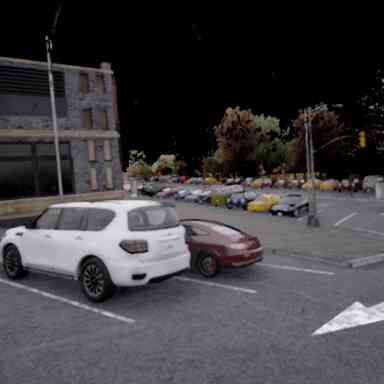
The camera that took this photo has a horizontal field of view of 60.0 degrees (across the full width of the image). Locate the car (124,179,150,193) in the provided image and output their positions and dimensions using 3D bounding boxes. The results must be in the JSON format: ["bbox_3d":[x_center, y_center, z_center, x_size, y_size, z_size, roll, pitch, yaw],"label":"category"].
[{"bbox_3d":[-11.240,-0.889,64.768,2.185,1.767,4.553,1,7,44],"label":"car"}]

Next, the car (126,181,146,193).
[{"bbox_3d":[-8.630,-0.493,59.326,2.097,1.535,5.008,1,7,44],"label":"car"}]

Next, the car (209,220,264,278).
[{"bbox_3d":[-0.142,1.548,10.178,4.674,1.452,2.002,-1,-1,35],"label":"car"}]

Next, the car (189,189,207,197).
[{"bbox_3d":[2.469,0.524,37.886,2.231,1.521,4.892,0,6,41],"label":"car"}]

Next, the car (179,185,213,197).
[{"bbox_3d":[1.039,0.440,40.543,2.002,1.452,4.674,1,7,41],"label":"car"}]

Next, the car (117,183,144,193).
[{"bbox_3d":[-12.529,-0.898,67.502,2.231,1.521,4.892,1,7,45],"label":"car"}]

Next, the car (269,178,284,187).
[{"bbox_3d":[14.889,-1.316,53.256,2.002,1.452,4.674,1,5,42],"label":"car"}]

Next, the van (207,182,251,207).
[{"bbox_3d":[3.992,0.405,35.318,1.878,1.987,4.442,0,6,41],"label":"van"}]

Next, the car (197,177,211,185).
[{"bbox_3d":[4.267,-2.393,74.409,2.097,1.535,5.008,1,6,45],"label":"car"}]

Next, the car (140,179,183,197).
[{"bbox_3d":[-4.592,-0.353,51.229,2.435,2.045,5.566,0,6,43],"label":"car"}]

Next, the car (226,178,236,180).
[{"bbox_3d":[9.452,-1.863,63.766,2.097,1.535,5.008,1,5,44],"label":"car"}]

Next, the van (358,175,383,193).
[{"bbox_3d":[21.944,-0.973,40.191,1.878,1.987,4.442,1,5,41],"label":"van"}]

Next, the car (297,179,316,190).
[{"bbox_3d":[17.582,-1.100,47.905,1.946,1.575,5.366,1,6,42],"label":"car"}]

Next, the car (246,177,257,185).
[{"bbox_3d":[12.267,-1.625,58.633,1.946,1.575,5.366,1,5,43],"label":"car"}]

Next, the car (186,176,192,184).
[{"bbox_3d":[1.759,-2.665,79.779,4.892,1.521,2.231,-7,6,-44],"label":"car"}]

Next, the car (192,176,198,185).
[{"bbox_3d":[2.986,-2.652,77.063,4.553,1.767,2.185,-7,6,-45],"label":"car"}]

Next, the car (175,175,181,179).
[{"bbox_3d":[-0.703,-3.197,85.180,5.566,2.045,2.435,-7,5,-44],"label":"car"}]

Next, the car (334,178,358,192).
[{"bbox_3d":[20.541,-0.996,42.838,2.185,1.767,4.553,1,5,41],"label":"car"}]

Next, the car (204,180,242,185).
[{"bbox_3d":[4.112,-0.244,44.844,2.097,1.767,4.553,-6,5,-28],"label":"car"}]

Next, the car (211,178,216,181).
[{"bbox_3d":[6.858,-2.099,69.104,2.163,1.488,4.792,1,5,44],"label":"car"}]

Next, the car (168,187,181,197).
[{"bbox_3d":[-0.398,0.318,43.202,2.002,1.452,4.674,0,6,42],"label":"car"}]

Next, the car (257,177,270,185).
[{"bbox_3d":[13.481,-1.603,55.841,2.185,1.767,4.553,1,5,43],"label":"car"}]

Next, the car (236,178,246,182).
[{"bbox_3d":[10.812,-1.861,61.139,2.185,1.767,4.553,2,6,43],"label":"car"}]

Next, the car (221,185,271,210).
[{"bbox_3d":[5.380,0.639,32.581,2.185,1.767,4.553,0,6,40],"label":"car"}]

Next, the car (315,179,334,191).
[{"bbox_3d":[19.249,-1.010,45.594,1.946,1.575,5.366,1,5,41],"label":"car"}]

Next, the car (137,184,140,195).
[{"bbox_3d":[-5.961,-0.229,53.917,2.097,1.535,5.008,0,6,43],"label":"car"}]

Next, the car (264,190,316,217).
[{"bbox_3d":[8.232,1.042,27.327,2.163,1.488,4.792,0,6,40],"label":"car"}]

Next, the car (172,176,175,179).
[{"bbox_3d":[-1.954,-3.052,87.862,4.792,1.488,2.163,-7,6,-44],"label":"car"}]

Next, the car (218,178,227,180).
[{"bbox_3d":[8.123,-1.961,66.393,2.163,1.488,4.792,2,6,44],"label":"car"}]

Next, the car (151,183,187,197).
[{"bbox_3d":[-3.201,0.067,48.543,2.002,1.452,4.674,1,7,42],"label":"car"}]

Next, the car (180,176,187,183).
[{"bbox_3d":[0.396,-2.793,82.343,5.366,1.575,1.946,-7,6,-44],"label":"car"}]

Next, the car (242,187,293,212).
[{"bbox_3d":[7.021,0.854,30.132,1.946,1.575,5.366,0,6,40],"label":"car"}]

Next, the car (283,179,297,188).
[{"bbox_3d":[16.287,-1.193,50.649,2.002,1.452,4.674,1,5,42],"label":"car"}]

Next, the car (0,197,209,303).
[{"bbox_3d":[-2.642,1.246,8.463,5.566,2.045,2.435,-1,-1,35],"label":"car"}]

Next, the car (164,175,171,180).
[{"bbox_3d":[-4.522,-3.351,93.167,5.366,1.575,1.946,-7,6,-44],"label":"car"}]

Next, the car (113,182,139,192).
[{"bbox_3d":[-13.822,-1.035,70.227,2.097,1.535,5.008,0,6,45],"label":"car"}]

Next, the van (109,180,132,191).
[{"bbox_3d":[-16.260,-1.552,75.767,4.442,1.987,1.878,-9,6,-44],"label":"van"}]

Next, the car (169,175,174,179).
[{"bbox_3d":[-3.144,-3.197,90.616,4.792,1.488,2.163,-7,5,-44],"label":"car"}]
